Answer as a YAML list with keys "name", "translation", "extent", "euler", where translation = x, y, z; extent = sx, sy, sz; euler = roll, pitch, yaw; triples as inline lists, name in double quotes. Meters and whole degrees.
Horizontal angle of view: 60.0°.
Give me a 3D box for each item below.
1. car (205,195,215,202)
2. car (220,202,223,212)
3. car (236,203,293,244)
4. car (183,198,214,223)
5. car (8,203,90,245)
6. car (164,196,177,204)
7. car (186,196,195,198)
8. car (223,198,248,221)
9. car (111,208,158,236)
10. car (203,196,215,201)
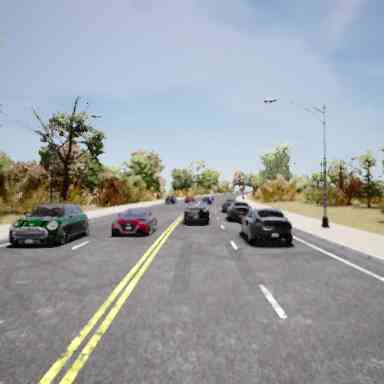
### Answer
- name: "car"
  translation: [3.991, 1.465, 74.415]
  extent: [1.994, 1.385, 4.181]
  euler: [0, 0, 6]
- name: "car"
  translation: [4.296, 1.495, 37.808]
  extent: [1.837, 1.490, 4.892]
  euler: [0, 0, 3]
- name: "car"
  translation: [3.442, 1.513, 15.974]
  extent: [1.837, 1.490, 4.892]
  euler: [0, 0, 1]
- name: "car"
  translation: [0.409, 1.499, 25.262]
  extent: [2.128, 1.511, 4.902]
  euler: [0, 0, 3]
- name: "car"
  translation: [-6.396, 1.359, 15.397]
  extent: [2.097, 1.767, 4.553]
  euler: [0, 0, 1]
- name: "car"
  translation: [-3.846, 1.466, 60.985]
  extent: [1.837, 1.490, 4.892]
  euler: [0, 0, 5]
- name: "car"
  translation: [-0.396, 1.455, 63.056]
  extent: [1.882, 1.535, 5.008]
  euler: [0, 0, 5]
- name: "car"
  translation: [3.784, 1.508, 26.893]
  extent: [1.837, 1.490, 4.892]
  euler: [0, 0, 2]
- name: "car"
  translation: [-3.074, 1.572, 18.334]
  extent: [1.994, 1.385, 4.181]
  euler: [0, 0, 2]
- name: "car"
  translation: [2.538, 1.481, 58.176]
  extent: [1.812, 1.442, 4.674]
  euler: [0, 0, 5]
